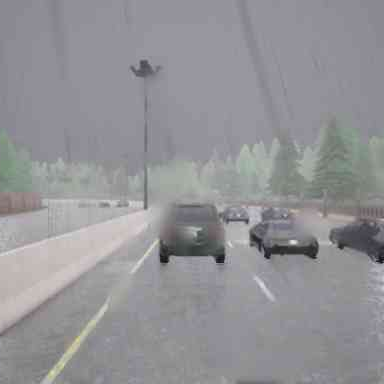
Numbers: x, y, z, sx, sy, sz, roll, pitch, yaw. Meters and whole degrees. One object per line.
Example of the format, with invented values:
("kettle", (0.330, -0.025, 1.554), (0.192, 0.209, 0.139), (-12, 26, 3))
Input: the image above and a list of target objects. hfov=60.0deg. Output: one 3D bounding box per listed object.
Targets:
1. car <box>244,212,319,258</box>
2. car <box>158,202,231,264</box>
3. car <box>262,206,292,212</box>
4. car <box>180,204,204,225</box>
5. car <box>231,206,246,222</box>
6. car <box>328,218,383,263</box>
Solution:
("car", (3.522, 1.715, 13.476), (1.994, 1.385, 4.181), (0, -1, 0))
("car", (0.012, 1.365, 12.560), (2.150, 2.045, 5.566), (0, 0, 0))
("car", (6.999, 1.852, 27.489), (2.033, 1.411, 5.357), (0, -1, 0))
("car", (-0.013, 1.823, 28.488), (1.837, 1.490, 4.892), (0, 0, -1))
("car", (3.499, 1.852, 27.484), (2.033, 1.411, 5.357), (0, -1, 0))
("car", (7.011, 1.687, 12.492), (2.033, 1.411, 5.357), (0, -1, 0))
